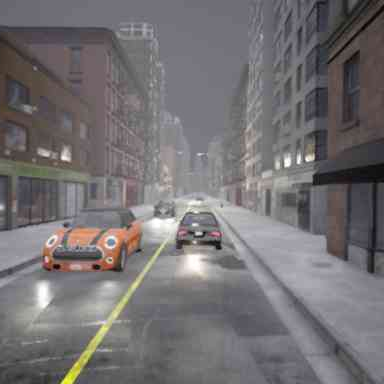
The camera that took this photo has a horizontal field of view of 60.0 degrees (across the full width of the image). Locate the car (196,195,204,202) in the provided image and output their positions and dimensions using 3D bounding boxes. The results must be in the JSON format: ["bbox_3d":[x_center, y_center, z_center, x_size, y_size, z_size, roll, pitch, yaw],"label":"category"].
[{"bbox_3d":[1.893,1.715,82.170,1.895,1.301,4.718,1,0,1],"label":"car"}]

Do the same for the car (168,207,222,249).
[{"bbox_3d":[0.306,1.557,14.585,2.033,1.411,5.357,1,0,1],"label":"car"}]

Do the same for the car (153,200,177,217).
[{"bbox_3d":[-2.361,1.484,30.474,2.128,1.511,4.902,1,0,2],"label":"car"}]

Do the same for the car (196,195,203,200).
[{"bbox_3d":[2.130,1.512,92.138,1.837,1.490,4.892,1,0,1],"label":"car"}]

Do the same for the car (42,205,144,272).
[{"bbox_3d":[-2.883,1.312,10.651,2.097,1.767,4.553,1,0,1],"label":"car"}]
